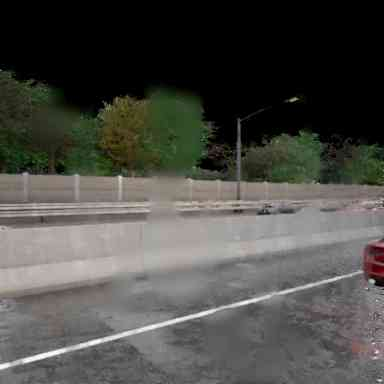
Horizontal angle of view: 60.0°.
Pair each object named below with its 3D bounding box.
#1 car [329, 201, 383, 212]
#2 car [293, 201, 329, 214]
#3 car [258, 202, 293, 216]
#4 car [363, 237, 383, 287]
[{"bbox_3d":[13.336,1.556,26.335,5.008,1.535,1.882,0,0,-35],"label":"car"},{"bbox_3d":[11.578,1.571,29.379,4.902,1.511,2.128,0,0,-35],"label":"car"},{"bbox_3d":[8.222,1.638,31.292,4.181,1.385,1.994,0,0,-35],"label":"car"},{"bbox_3d":[6.179,1.506,8.149,5.008,1.535,1.882,0,0,-35],"label":"car"}]
